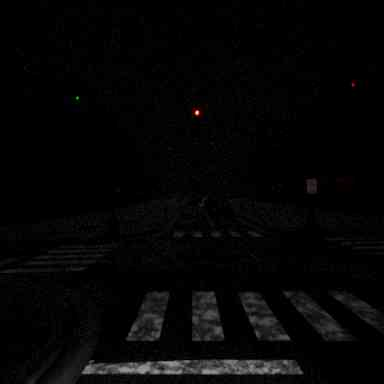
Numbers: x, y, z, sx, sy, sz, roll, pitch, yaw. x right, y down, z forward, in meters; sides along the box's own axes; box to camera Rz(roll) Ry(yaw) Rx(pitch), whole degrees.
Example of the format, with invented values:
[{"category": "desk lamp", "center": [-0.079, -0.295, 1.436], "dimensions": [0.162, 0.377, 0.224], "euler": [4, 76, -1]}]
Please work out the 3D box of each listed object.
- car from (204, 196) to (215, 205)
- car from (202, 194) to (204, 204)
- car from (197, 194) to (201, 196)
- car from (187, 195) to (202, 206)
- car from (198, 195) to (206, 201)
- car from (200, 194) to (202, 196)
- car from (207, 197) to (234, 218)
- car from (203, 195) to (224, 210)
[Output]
[{"category": "car", "center": [3.153, 1.609, 61.805], "dimensions": [1.801, 1.575, 5.366], "euler": [0, 0, 0]}, {"category": "car", "center": [2.714, 1.392, 41.221], "dimensions": [2.192, 1.841, 5.009], "euler": [-1, 0, 0]}, {"category": "car", "center": [0.137, 1.717, 65.897], "dimensions": [2.033, 1.411, 5.357], "euler": [0, 0, 0]}, {"category": "car", "center": [0.179, 1.695, 56.655], "dimensions": [1.994, 1.385, 4.181], "euler": [0, 0, 0]}, {"category": "car", "center": [2.825, 1.754, 95.244], "dimensions": [1.967, 1.590, 4.097], "euler": [-1, 0, 0]}, {"category": "car", "center": [3.130, 1.536, 68.586], "dimensions": [2.097, 1.767, 4.553], "euler": [0, 0, 0]}, {"category": "car", "center": [2.693, 1.486, 30.416], "dimensions": [1.967, 1.590, 4.097], "euler": [-1, 0, 0]}, {"category": "car", "center": [2.703, 1.376, 35.818], "dimensions": [2.192, 1.841, 5.009], "euler": [-1, 0, 0]}]
